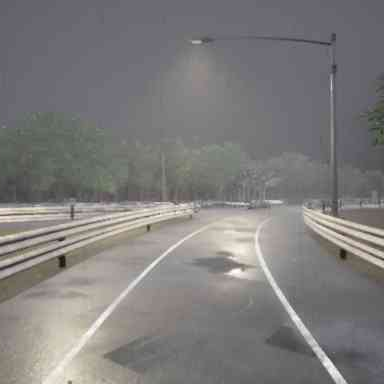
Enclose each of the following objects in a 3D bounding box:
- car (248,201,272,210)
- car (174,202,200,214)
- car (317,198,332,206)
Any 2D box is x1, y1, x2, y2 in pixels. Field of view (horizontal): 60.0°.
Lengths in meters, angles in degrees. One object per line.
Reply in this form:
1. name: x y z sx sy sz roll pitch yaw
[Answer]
1. car: 10.368 2.054 50.517 1.994 1.385 4.181 -2 -2 45
2. car: -0.946 1.893 39.203 1.994 1.385 4.181 -1 -2 45
3. car: 27.053 2.095 67.216 2.097 1.767 4.553 -1 -2 45
